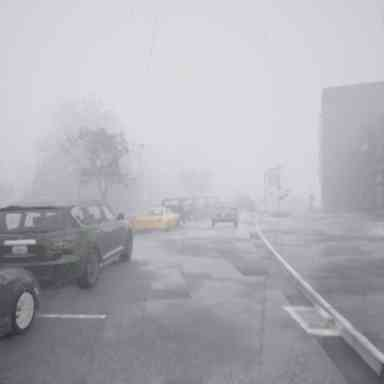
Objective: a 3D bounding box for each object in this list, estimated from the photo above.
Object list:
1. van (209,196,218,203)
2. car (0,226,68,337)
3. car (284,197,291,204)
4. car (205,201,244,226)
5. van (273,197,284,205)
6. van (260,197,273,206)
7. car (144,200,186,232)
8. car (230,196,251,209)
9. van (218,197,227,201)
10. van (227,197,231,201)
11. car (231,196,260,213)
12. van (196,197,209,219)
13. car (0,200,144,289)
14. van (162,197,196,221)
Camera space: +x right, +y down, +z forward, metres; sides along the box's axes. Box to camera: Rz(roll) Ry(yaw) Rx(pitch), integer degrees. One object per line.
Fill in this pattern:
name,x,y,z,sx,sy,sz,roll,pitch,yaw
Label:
van,1.334,1.517,37.000,1.878,1.987,4.442,-2,0,14
car,-3.569,1.489,3.756,2.231,1.521,4.892,-3,0,2
car,23.775,2.487,87.612,2.163,1.488,4.792,-2,0,28
car,2.528,1.661,24.487,2.033,1.411,5.357,0,-1,10
van,20.571,2.161,81.946,1.878,1.987,4.442,-2,0,27
van,15.812,2.047,73.207,1.878,1.987,4.442,-2,0,27
car,-2.014,1.575,20.642,1.946,1.575,5.366,-2,0,10
car,8.535,1.803,58.051,2.435,2.045,5.566,-2,0,21
van,2.829,1.587,42.376,1.878,1.987,4.442,-2,0,15
van,6.466,1.746,52.953,1.878,1.987,4.442,-2,0,19
car,6.874,1.523,42.271,2.150,2.045,5.566,-1,-1,17
van,0.013,1.455,31.567,1.878,1.987,4.442,-2,0,13
car,-3.277,1.260,9.376,2.435,2.045,5.566,-3,0,4
van,-1.121,1.400,26.089,1.878,1.987,4.442,-2,0,8
